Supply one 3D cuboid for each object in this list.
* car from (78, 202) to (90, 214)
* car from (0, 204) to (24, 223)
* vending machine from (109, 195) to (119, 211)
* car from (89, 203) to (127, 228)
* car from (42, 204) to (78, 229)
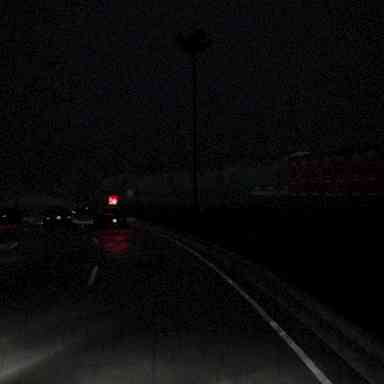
[{"bbox_3d":[-12.721,1.838,39.552,1.994,1.385,4.181,0,0,-24],"label":"car"},{"bbox_3d":[-15.150,1.711,27.561,1.882,1.535,5.008,0,0,-23],"label":"car"},{"bbox_3d":[-10.366,1.475,44.076,1.100,2.100,0.880,0,0,-24],"label":"vending machine"},{"bbox_3d":[-5.991,1.658,23.983,1.837,1.490,4.892,0,-1,-23],"label":"car"},{"bbox_3d":[-9.520,1.724,23.516,2.033,1.411,5.357,0,0,-24],"label":"car"}]
